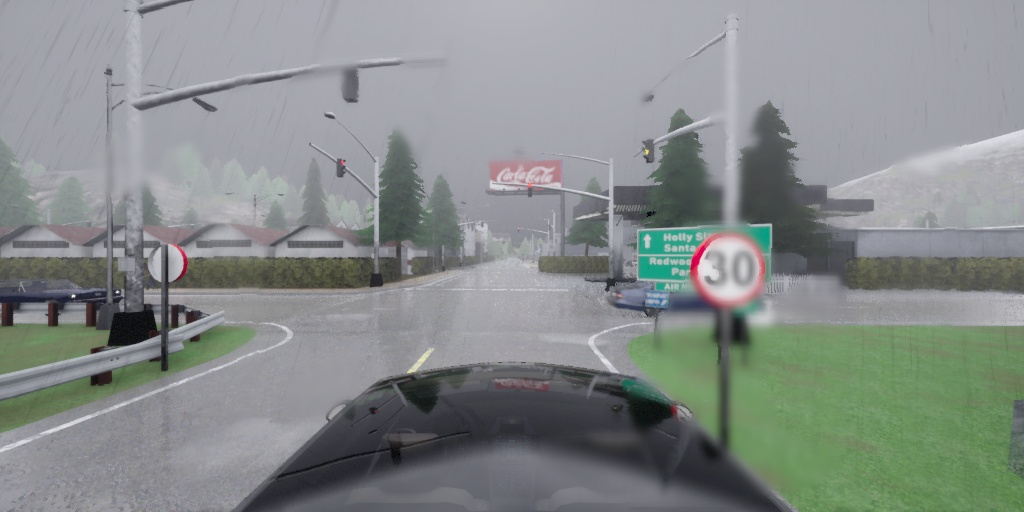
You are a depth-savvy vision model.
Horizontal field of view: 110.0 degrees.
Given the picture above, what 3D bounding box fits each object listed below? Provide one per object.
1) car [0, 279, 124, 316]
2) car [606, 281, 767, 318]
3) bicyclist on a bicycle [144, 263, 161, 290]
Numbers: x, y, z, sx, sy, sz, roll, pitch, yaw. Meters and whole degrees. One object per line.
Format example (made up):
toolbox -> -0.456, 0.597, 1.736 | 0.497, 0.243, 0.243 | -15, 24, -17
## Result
car -> -18.086, 1.542, 13.792 | 4.718, 1.301, 1.895 | 0, 0, 1
car -> 6.346, 1.489, 13.468 | 5.357, 1.411, 2.033 | 0, 0, 1
bicyclist on a bicycle -> -21.674, 1.244, 21.323 | 0.582, 1.620, 1.656 | 0, 0, 1
